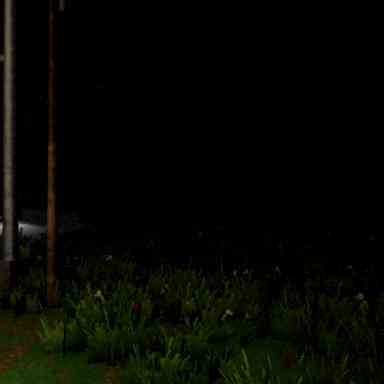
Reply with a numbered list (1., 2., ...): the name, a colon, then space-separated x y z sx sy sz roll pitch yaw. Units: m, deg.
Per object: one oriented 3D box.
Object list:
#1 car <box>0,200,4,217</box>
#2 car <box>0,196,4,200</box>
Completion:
1. car: -15.001 1.574 26.239 1.895 1.301 4.718 0 0 -28
2. car: -26.101 1.325 43.685 4.553 1.767 2.097 0 0 39
